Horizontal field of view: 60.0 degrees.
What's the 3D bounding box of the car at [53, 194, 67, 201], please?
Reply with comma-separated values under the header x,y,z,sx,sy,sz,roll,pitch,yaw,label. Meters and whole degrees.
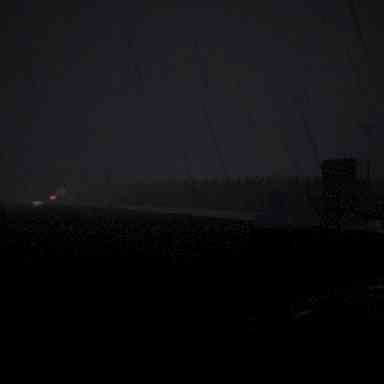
x,y,z,sx,sy,sz,roll,pitch,yaw,label
-34.864,1.752,88.631,1.895,1.301,4.718,-1,1,-36,car
